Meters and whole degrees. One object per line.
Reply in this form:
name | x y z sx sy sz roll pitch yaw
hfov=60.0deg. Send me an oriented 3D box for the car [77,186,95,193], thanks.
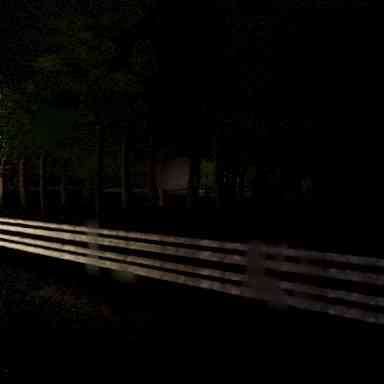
car | -19.996 -0.446 65.149 4.792 1.488 2.163 1 1 3
